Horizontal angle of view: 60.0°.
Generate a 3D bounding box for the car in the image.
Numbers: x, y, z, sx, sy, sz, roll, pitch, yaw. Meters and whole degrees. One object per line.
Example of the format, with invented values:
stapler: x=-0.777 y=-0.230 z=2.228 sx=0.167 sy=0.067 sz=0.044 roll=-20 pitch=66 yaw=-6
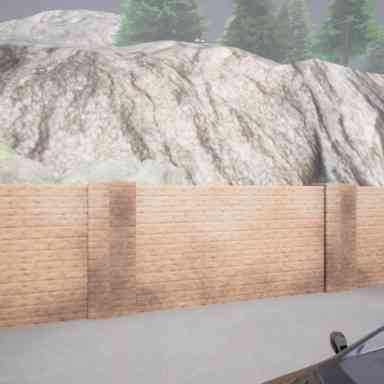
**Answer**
car: x=2.122 y=1.492 z=1.934 sx=4.902 sy=1.511 sz=2.128 roll=0 pitch=0 yaw=-19
